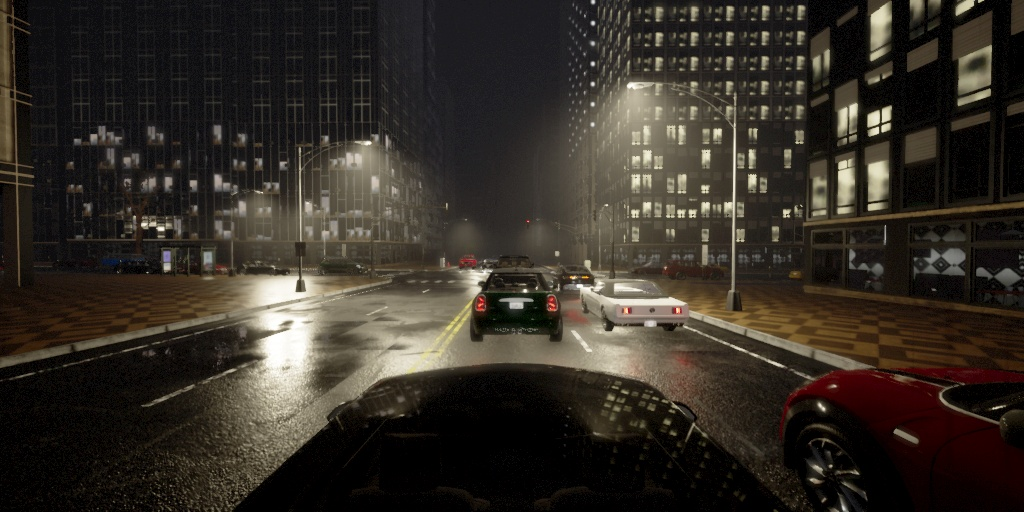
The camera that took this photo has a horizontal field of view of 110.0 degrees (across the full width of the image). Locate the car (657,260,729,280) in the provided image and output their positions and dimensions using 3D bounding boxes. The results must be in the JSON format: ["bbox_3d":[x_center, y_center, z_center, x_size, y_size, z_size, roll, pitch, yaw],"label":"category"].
[{"bbox_3d":[16.195,1.267,32.277,5.009,1.841,2.192,0,0,1],"label":"car"}]

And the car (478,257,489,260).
[{"bbox_3d":[-3.342,1.204,52.484,2.128,1.511,4.902,0,0,0],"label":"car"}]

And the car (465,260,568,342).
[{"bbox_3d":[0.100,1.098,9.934,2.097,1.767,4.553,0,0,0],"label":"car"}]

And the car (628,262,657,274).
[{"bbox_3d":[15.228,1.396,38.099,5.357,1.411,2.033,0,1,2],"label":"car"}]

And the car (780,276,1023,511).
[{"bbox_3d":[3.349,1.102,1.197,2.097,1.767,4.553,0,0,0],"label":"car"}]

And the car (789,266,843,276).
[{"bbox_3d":[27.643,1.577,32.080,4.829,1.417,1.751,0,0,1],"label":"car"}]

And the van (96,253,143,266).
[{"bbox_3d":[-45.286,0.603,41.774,3.998,1.789,1.690,0,0,1],"label":"van"}]

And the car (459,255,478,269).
[{"bbox_3d":[-6.596,0.934,54.018,2.150,2.045,5.566,0,0,0],"label":"car"}]

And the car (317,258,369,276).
[{"bbox_3d":[-16.493,0.973,35.226,4.553,1.767,2.097,1,1,4],"label":"car"}]

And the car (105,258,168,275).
[{"bbox_3d":[-34.095,1.067,33.113,4.313,1.339,1.948,0,0,1],"label":"car"}]

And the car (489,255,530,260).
[{"bbox_3d":[0.101,0.962,19.646,2.150,2.045,5.566,0,0,0],"label":"car"}]

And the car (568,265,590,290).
[{"bbox_3d":[3.351,1.244,20.142,1.837,1.490,4.892,0,0,0],"label":"car"}]

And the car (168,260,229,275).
[{"bbox_3d":[-28.414,1.136,32.939,4.207,1.307,1.802,0,0,1],"label":"car"}]

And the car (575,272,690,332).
[{"bbox_3d":[3.351,1.347,10.884,1.895,1.301,4.718,0,0,0],"label":"car"}]

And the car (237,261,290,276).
[{"bbox_3d":[-22.730,1.172,32.806,4.313,1.339,1.948,0,0,1],"label":"car"}]

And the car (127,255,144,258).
[{"bbox_3d":[-34.594,0.945,35.757,4.902,1.511,2.128,1,1,1],"label":"car"}]
